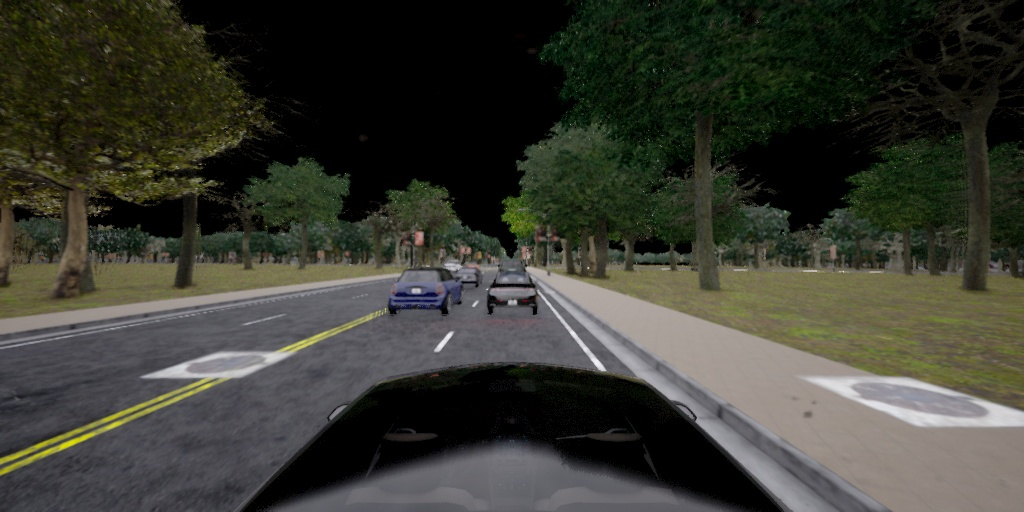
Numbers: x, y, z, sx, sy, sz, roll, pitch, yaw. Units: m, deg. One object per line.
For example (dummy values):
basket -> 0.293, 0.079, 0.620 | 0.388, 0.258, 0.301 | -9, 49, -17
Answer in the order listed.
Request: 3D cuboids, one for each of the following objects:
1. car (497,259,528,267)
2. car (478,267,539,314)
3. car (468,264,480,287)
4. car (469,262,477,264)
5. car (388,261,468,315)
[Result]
car -> 0.035, 1.235, 28.146 | 2.150, 2.045, 5.566 | 0, 0, 1
car -> 0.045, 1.355, 14.273 | 2.128, 1.511, 4.902 | 0, 0, 1
car -> -3.226, 1.547, 27.132 | 2.033, 1.411, 5.357 | 0, -1, 0
car -> -6.554, 1.795, 58.836 | 2.097, 1.767, 4.553 | 0, -1, 0
car -> -3.202, 1.214, 14.206 | 2.097, 1.767, 4.553 | 0, -1, 1
